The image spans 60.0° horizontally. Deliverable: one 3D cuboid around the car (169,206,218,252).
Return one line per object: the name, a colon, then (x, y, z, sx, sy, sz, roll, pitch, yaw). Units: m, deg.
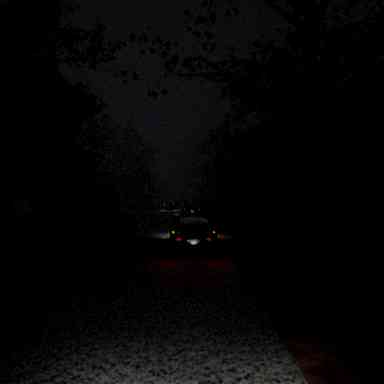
car: (0.069, 1.544, 13.798, 1.812, 1.442, 4.674, 0, 0, 0)

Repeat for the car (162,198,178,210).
car: (-3.013, 1.621, 45.867, 1.882, 1.535, 5.008, 0, -1, 0)

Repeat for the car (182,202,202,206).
car: (0.001, 1.608, 30.480, 1.994, 1.385, 4.181, 0, 0, 0)
